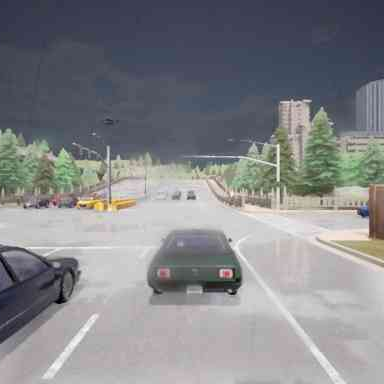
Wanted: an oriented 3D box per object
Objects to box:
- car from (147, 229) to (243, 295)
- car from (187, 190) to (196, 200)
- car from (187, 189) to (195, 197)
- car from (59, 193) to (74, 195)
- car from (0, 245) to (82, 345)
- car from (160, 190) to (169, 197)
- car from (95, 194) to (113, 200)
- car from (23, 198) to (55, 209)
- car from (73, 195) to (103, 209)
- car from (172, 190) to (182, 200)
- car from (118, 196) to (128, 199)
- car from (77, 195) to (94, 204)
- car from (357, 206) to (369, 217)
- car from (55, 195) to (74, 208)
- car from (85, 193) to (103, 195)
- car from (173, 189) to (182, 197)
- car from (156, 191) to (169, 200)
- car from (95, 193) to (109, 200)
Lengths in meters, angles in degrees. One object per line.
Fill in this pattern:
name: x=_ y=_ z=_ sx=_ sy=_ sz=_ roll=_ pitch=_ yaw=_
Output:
car: x=0.120 y=1.605 z=8.672 sx=1.895 sy=1.301 sz=4.718 roll=0 pitch=0 yaw=2
car: x=-0.165 y=0.890 z=77.353 sx=2.097 sy=1.767 sz=4.553 roll=0 pitch=4 yaw=0
car: x=-0.228 y=0.261 z=87.422 sx=2.033 sy=1.411 sz=5.357 roll=0 pitch=7 yaw=0
car: x=-21.126 y=1.247 z=55.189 sx=2.150 sy=2.045 sz=5.566 roll=0 pitch=0 yaw=0
car: x=-3.434 y=1.550 z=5.105 sx=2.033 sy=1.411 sz=5.357 roll=0 pitch=0 yaw=0
car: x=-7.231 y=0.269 z=87.829 sx=1.895 sy=1.301 sz=4.718 roll=0 pitch=7 yaw=0
car: x=-14.135 y=1.516 z=54.556 sx=2.128 sy=1.511 sz=4.902 roll=0 pitch=0 yaw=0
car: x=-21.132 y=1.512 z=45.321 sx=2.128 sy=1.511 sz=4.902 roll=0 pitch=0 yaw=0
car: x=-14.106 y=1.498 z=45.311 sx=1.882 sy=1.535 sz=5.008 roll=0 pitch=0 yaw=-1
car: x=-3.664 y=1.053 z=77.098 sx=1.837 sy=1.490 sz=4.892 roll=0 pitch=4 yaw=0
car: x=-14.111 y=1.490 z=66.952 sx=1.812 sy=1.442 sz=4.674 roll=0 pitch=1 yaw=0
car: x=-21.095 y=1.459 z=65.996 sx=1.882 sy=1.535 sz=5.008 roll=0 pitch=1 yaw=0
car: x=16.976 y=1.491 z=28.821 sx=5.008 sy=1.535 sz=1.882 roll=0 pitch=0 yaw=0
car: x=-17.634 y=1.527 z=47.772 sx=1.837 sy=1.490 sz=4.892 roll=0 pitch=0 yaw=0
car: x=-17.628 y=1.248 z=57.634 sx=2.150 sy=2.045 sz=5.566 roll=0 pitch=0 yaw=0
car: x=-3.728 y=0.247 z=87.399 sx=2.128 sy=1.511 sz=4.902 roll=0 pitch=7 yaw=0
car: x=-7.163 y=0.765 z=77.193 sx=2.150 sy=2.045 sz=5.566 roll=0 pitch=4 yaw=0
car: x=-21.172 y=0.967 z=78.389 sx=1.994 sy=1.385 sz=4.181 roll=0 pitch=3 yaw=0
